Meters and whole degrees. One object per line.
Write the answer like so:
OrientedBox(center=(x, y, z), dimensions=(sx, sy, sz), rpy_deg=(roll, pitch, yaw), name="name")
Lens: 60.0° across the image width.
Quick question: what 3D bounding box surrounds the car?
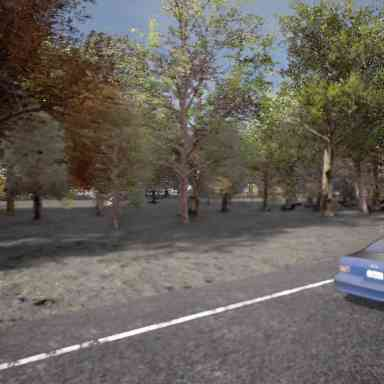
OrientedBox(center=(5.434, 1.594, 7.627), dimensions=(5.357, 1.411, 2.033), rpy_deg=(0, 0, -36), name="car")
